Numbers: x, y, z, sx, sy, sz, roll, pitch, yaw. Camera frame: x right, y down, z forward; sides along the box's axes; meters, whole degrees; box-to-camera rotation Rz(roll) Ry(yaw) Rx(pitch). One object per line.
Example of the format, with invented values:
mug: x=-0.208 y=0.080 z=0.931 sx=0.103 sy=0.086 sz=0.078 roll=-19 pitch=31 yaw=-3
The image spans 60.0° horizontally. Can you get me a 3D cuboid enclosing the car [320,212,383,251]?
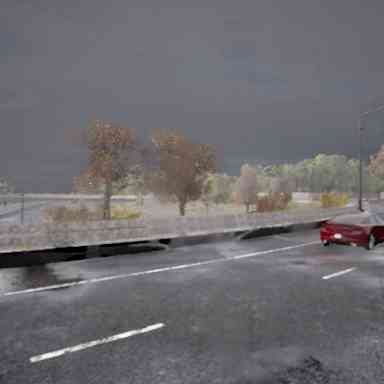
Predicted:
car: x=7.640 y=1.638 z=15.102 sx=5.008 sy=1.535 sz=1.882 roll=0 pitch=0 yaw=-44
